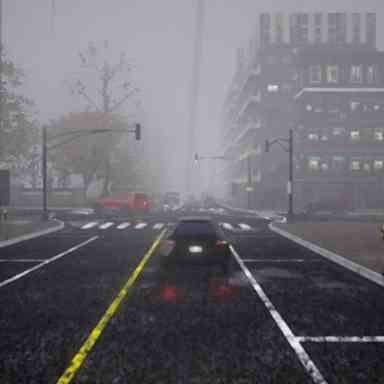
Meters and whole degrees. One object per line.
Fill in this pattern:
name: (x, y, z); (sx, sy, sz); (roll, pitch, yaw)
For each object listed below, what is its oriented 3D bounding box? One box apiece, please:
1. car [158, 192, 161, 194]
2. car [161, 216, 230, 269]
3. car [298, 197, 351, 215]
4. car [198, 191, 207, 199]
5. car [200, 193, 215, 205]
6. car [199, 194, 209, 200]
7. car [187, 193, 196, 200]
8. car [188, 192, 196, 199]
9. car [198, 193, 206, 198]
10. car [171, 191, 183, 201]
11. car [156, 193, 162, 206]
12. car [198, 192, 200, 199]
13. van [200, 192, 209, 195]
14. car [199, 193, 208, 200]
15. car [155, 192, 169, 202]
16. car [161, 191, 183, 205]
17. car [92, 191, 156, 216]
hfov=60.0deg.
car: (-5.703, 1.157, 57.074); (1.752, 1.417, 4.829); (0, 0, 0)
car: (0.097, 1.486, 10.890); (1.994, 1.385, 4.181); (0, 0, 0)
car: (13.457, 1.371, 33.666); (5.009, 1.841, 2.192); (1, -1, -1)
car: (2.670, 0.798, 85.395); (2.192, 1.841, 5.009); (0, 0, 0)
car: (2.679, 1.209, 51.615); (1.887, 1.381, 4.507); (0, 0, 0)
car: (2.672, 1.091, 74.136); (2.008, 1.369, 4.403); (0, 0, 0)
car: (-0.020, 1.085, 75.082); (1.994, 1.385, 4.181); (0, 0, 0)
car: (-0.022, 0.886, 85.118); (2.128, 1.511, 4.902); (0, 0, 0)
car: (2.668, 1.005, 91.026); (2.008, 1.369, 4.403); (0, 0, 0)
car: (-3.020, 0.790, 68.121); (2.150, 2.045, 5.566); (0, 1, 0)
car: (-5.700, 1.263, 45.983); (1.947, 1.339, 4.313); (0, 0, 0)
car: (2.674, 1.010, 68.505); (1.967, 1.590, 4.097); (0, 0, 0)
van: (2.678, 0.972, 57.245); (1.690, 1.788, 3.998); (0, 0, 0)
car: (2.671, 1.056, 79.766); (1.887, 1.381, 4.507); (0, 0, 0)
car: (-5.704, 0.915, 62.872); (2.192, 1.841, 5.009); (0, 0, 0)
car: (-3.083, 0.881, 52.280); (2.150, 2.045, 5.566); (0, 0, 1)
car: (-6.330, 0.975, 29.508); (5.566, 2.045, 2.150); (1, -1, 30)
